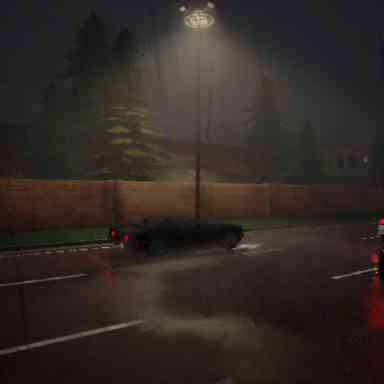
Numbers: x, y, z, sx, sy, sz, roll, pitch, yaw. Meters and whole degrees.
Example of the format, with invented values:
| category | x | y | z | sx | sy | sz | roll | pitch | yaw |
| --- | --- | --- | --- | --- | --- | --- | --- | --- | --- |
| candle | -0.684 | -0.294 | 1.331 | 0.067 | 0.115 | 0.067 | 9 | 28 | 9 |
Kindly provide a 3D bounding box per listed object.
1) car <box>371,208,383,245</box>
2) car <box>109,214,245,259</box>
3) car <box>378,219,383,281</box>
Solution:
| category | x | y | z | sx | sy | sz | roll | pitch | yaw |
| --- | --- | --- | --- | --- | --- | --- | --- | --- | --- |
| car | 9.908 | 1.438 | 14.333 | 4.674 | 1.442 | 1.812 | 0 | 1 | -32 |
| car | -0.396 | 1.450 | 11.952 | 4.718 | 1.301 | 1.895 | 0 | 1 | -32 |
| car | 6.660 | 1.309 | 8.131 | 4.553 | 1.767 | 2.097 | 0 | 1 | -32 |
